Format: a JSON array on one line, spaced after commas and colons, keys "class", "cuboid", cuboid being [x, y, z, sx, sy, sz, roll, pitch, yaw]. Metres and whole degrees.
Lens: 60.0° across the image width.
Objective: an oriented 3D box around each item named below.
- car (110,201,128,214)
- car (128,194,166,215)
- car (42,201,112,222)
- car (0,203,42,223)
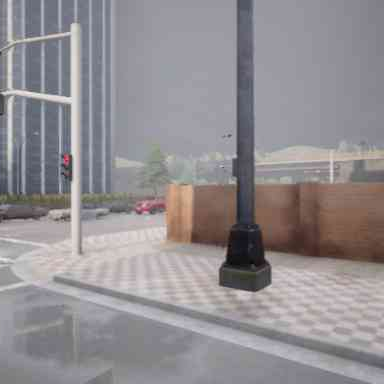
[{"class": "car", "cuboid": [-8.153, 1.602, 34.450, 2.033, 1.411, 5.357, 0, 0, 35]}, {"class": "car", "cuboid": [-3.641, 1.268, 34.787, 2.150, 2.045, 5.566, 0, 0, 35]}, {"class": "car", "cuboid": [-9.160, 1.648, 26.914, 1.895, 1.301, 4.718, 0, 0, 35]}, {"class": "car", "cuboid": [-13.964, 1.602, 26.220, 2.033, 1.411, 5.357, 0, 0, 32]}]
